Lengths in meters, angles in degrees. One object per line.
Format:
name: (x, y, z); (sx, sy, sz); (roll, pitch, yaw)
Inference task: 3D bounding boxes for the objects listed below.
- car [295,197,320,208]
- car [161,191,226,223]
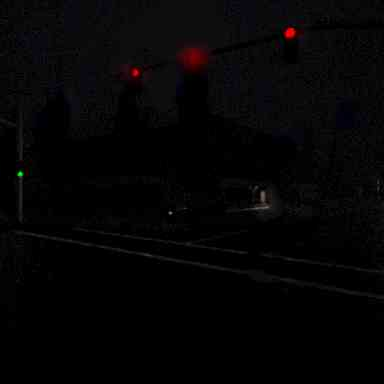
car: (14.871, 1.313, 42.653); (1.895, 1.301, 4.718); (2, 1, 37)
car: (0.287, 0.948, 23.004); (2.150, 2.045, 5.566); (2, 1, 37)
